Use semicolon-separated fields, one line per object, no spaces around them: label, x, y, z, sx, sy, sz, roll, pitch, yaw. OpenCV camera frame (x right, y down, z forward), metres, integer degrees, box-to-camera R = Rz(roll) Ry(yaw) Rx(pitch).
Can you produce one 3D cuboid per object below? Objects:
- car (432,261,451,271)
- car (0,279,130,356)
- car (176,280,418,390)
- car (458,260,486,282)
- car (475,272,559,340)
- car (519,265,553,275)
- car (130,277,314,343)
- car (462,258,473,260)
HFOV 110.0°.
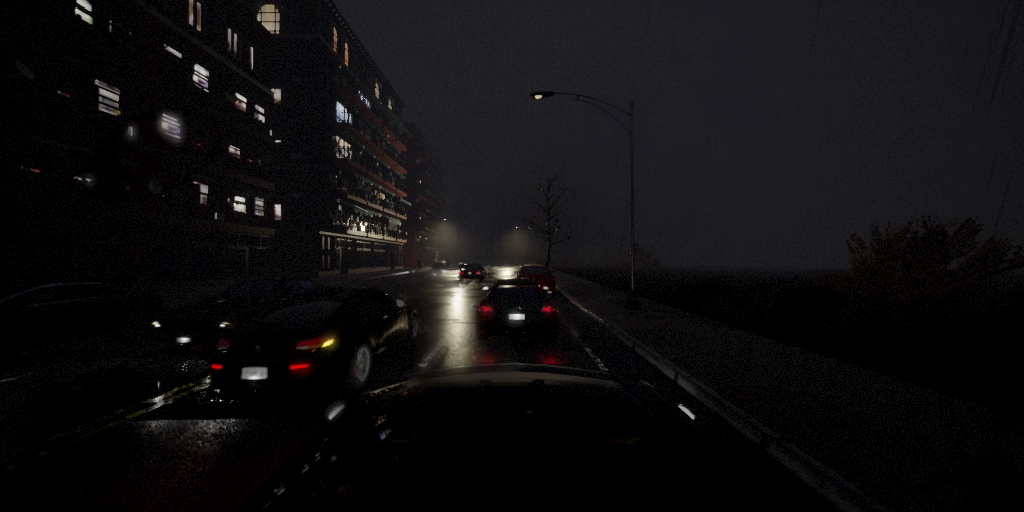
car;-9.791;1.322;50.077;1.994;1.385;4.181;0;0;0
car;-9.845;1.243;7.124;2.128;1.511;4.902;0;0;0
car;-3.146;1.277;6.693;1.812;1.442;4.674;0;0;0
car;-3.132;1.304;29.037;2.033;1.411;5.357;0;0;0
car;0.110;1.316;9.954;1.994;1.385;4.181;0;0;0
car;1.156;1.233;18.873;1.882;1.535;5.008;0;0;0
car;-6.591;1.300;9.871;2.033;1.411;5.357;0;0;0
car;-6.536;1.110;52.138;2.097;1.767;4.553;0;0;0
